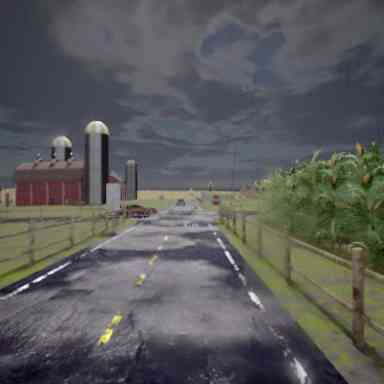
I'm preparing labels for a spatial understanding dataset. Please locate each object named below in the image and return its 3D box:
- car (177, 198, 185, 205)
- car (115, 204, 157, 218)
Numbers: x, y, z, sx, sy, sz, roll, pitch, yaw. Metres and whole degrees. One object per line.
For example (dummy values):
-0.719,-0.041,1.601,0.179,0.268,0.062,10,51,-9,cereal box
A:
-2.727,2.353,83.212,2.097,1.767,4.553,0,-1,0,car
-6.264,2.077,37.387,4.674,1.442,1.812,-2,0,-11,car
